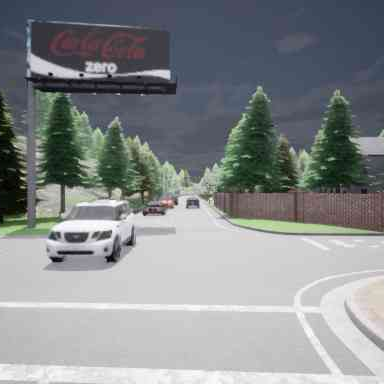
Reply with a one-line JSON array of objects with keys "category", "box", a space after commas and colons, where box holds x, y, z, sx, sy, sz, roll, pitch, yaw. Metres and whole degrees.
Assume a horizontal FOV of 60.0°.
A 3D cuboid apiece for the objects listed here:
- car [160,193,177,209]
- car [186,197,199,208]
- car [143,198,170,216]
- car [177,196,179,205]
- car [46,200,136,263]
[{"category": "car", "box": [-3.565, 1.351, 44.132, 2.097, 1.767, 4.553, 0, 0, 0]}, {"category": "car", "box": [0.131, 1.504, 49.043, 1.837, 1.490, 4.892, 0, 0, 0]}, {"category": "car", "box": [-3.578, 1.564, 32.343, 1.994, 1.385, 4.181, 0, 0, 0]}, {"category": "car", "box": [-3.516, 1.223, 57.463, 2.150, 2.045, 5.566, 0, 0, 0]}, {"category": "car", "box": [-3.602, 1.370, 12.994, 2.150, 2.045, 5.566, 0, 0, 0]}]
